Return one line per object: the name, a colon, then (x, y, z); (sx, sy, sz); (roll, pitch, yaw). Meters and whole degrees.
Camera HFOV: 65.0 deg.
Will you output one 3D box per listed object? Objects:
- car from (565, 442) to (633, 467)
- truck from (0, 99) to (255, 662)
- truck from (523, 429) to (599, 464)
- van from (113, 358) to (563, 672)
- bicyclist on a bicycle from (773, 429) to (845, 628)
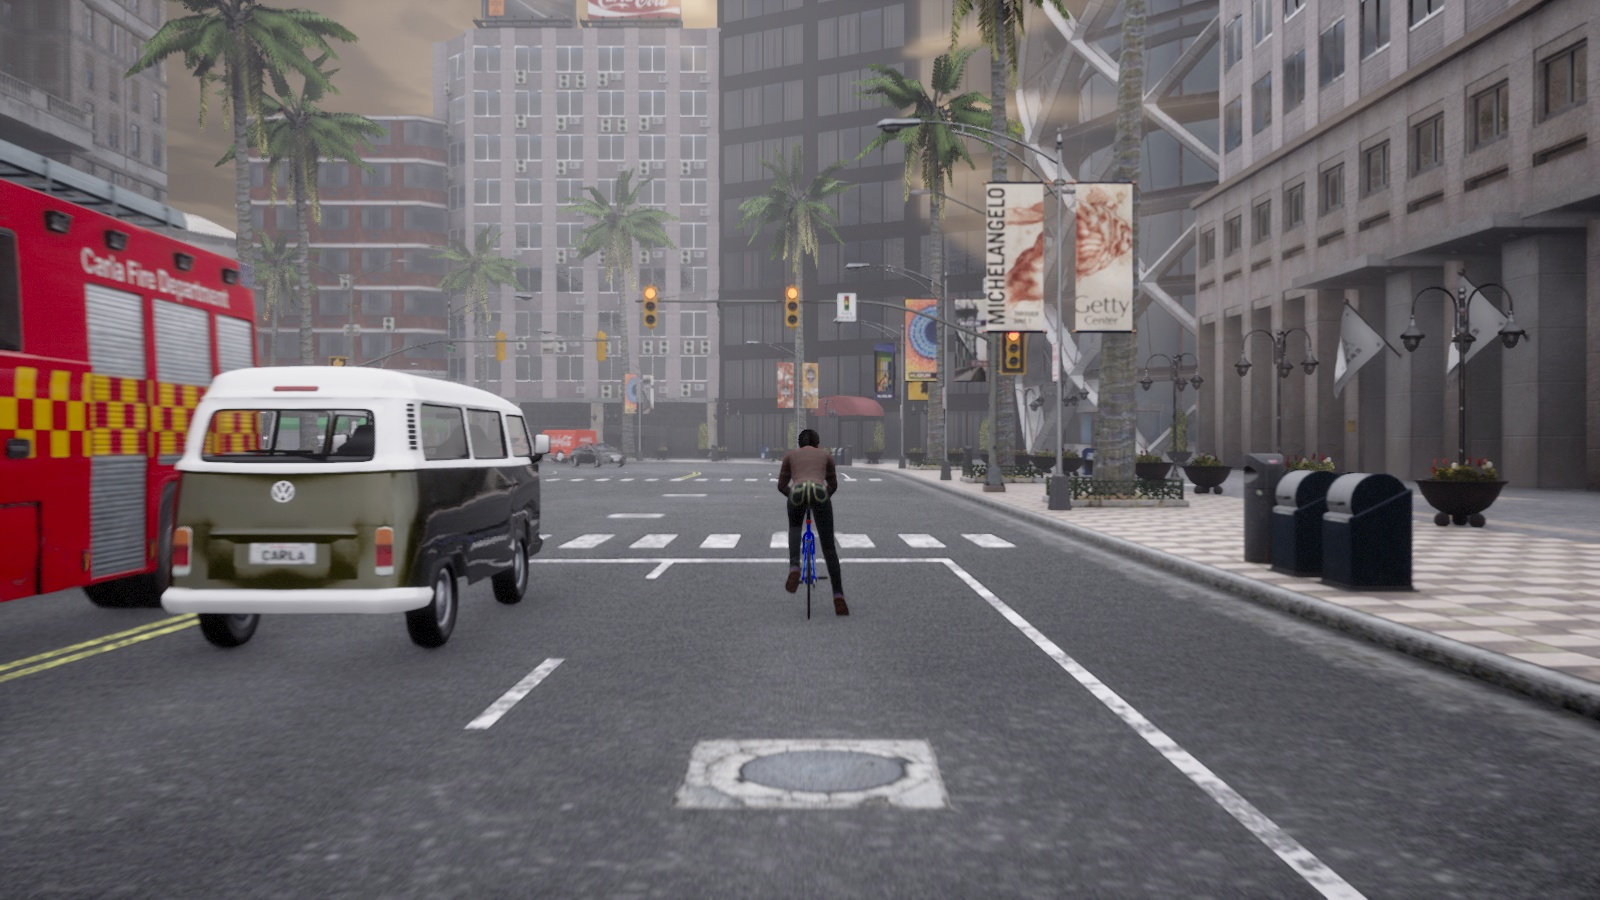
car: (-12.367, 0.259, 76.981); (2.128, 1.511, 4.902); (0, 0, -36)
truck: (-6.885, -0.472, 8.568); (2.891, 3.827, 8.468); (0, 0, -2)
truck: (-17.531, -0.272, 91.903); (5.204, 2.467, 2.627); (0, 0, 36)
van: (-3.421, 0.409, 10.393); (2.069, 2.038, 4.480); (0, 0, 0)
bicyclist on a bicycle: (0.077, 0.637, 11.053); (0.582, 1.620, 1.656); (0, 0, 0)
